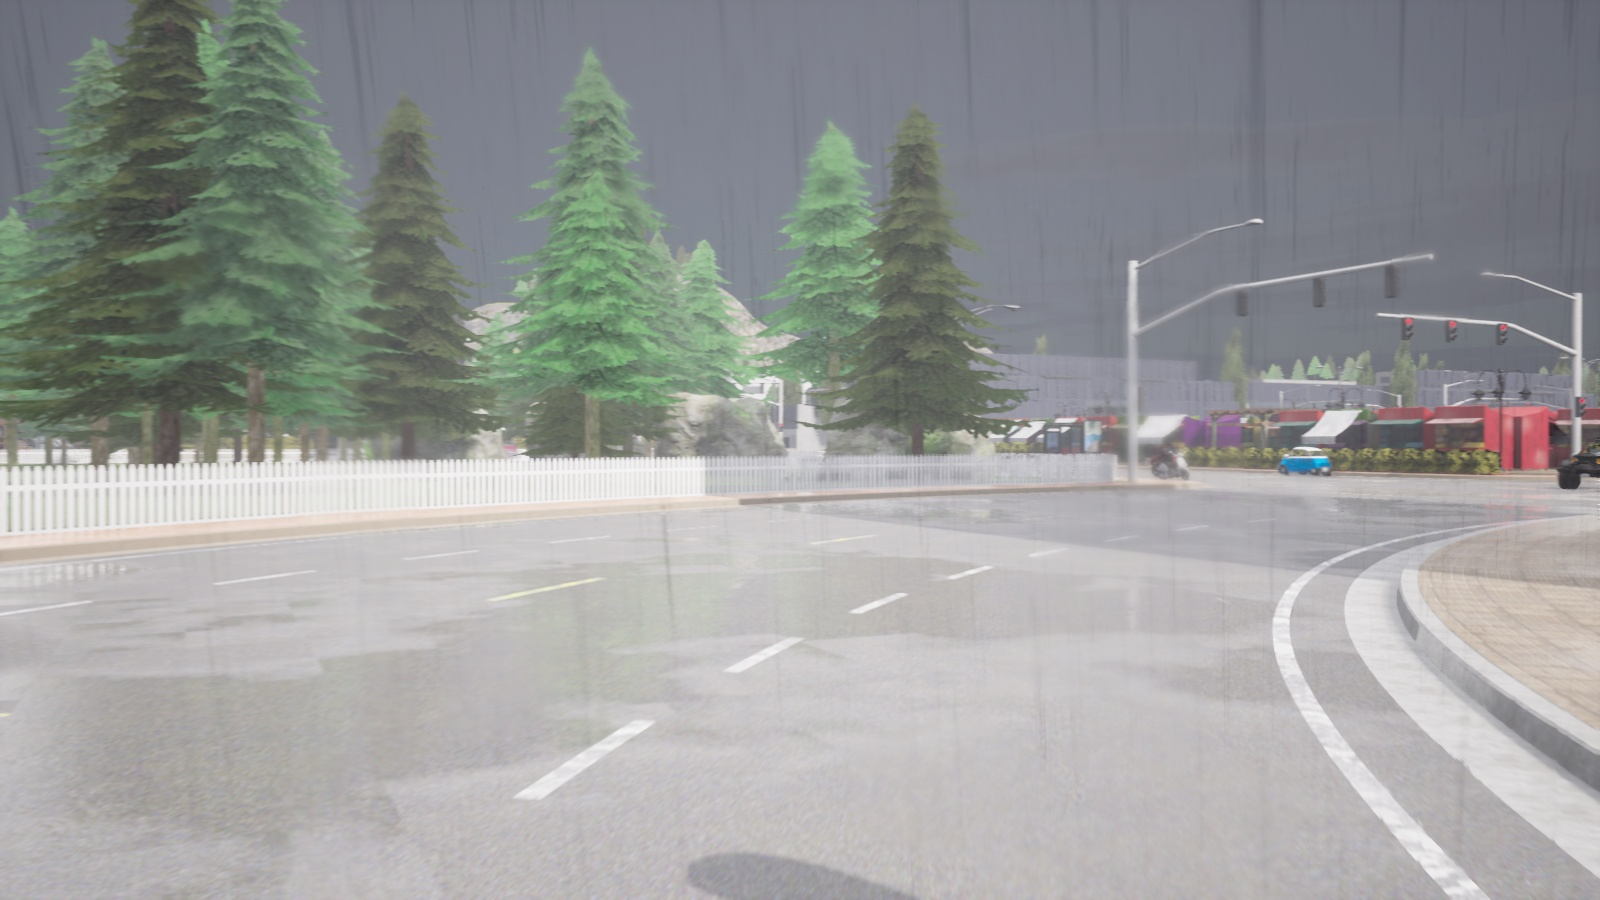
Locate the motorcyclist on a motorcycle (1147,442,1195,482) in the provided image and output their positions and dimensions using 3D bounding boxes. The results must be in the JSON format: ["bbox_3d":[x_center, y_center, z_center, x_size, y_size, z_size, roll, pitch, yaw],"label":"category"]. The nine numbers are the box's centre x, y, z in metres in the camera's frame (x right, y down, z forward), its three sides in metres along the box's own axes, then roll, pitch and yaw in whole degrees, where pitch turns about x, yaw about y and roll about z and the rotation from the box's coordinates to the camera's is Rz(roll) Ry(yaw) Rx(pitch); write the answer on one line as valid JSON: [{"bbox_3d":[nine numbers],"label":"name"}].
[{"bbox_3d":[15.112,0.496,51.144,0.866,1.590,1.817,0,-1,-26],"label":"motorcyclist on a motorcycle"}]

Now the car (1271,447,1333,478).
[{"bbox_3d":[23.333,0.575,58.396,1.481,1.376,2.207,0,1,-27],"label":"car"}]

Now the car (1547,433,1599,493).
[{"bbox_3d":[26.536,0.411,40.948,3.866,1.878,1.905,0,0,-26],"label":"car"}]

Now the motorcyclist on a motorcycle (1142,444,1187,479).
[{"bbox_3d":[16.397,0.498,56.577,0.797,1.523,2.044,0,0,-26],"label":"motorcyclist on a motorcycle"}]
